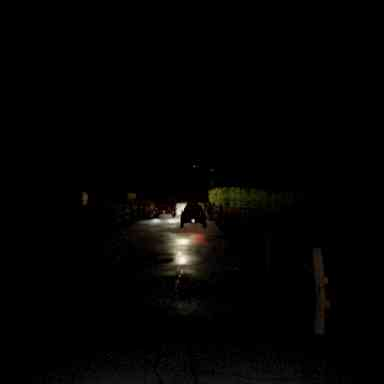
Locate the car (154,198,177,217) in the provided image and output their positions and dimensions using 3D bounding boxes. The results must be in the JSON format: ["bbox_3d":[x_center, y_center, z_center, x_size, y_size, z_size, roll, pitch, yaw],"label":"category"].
[{"bbox_3d":[-2.767,1.617,35.538,2.150,2.045,5.566,0,-1,0],"label":"car"}]

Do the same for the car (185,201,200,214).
[{"bbox_3d":[0.081,1.956,41.769,1.812,1.442,4.674,0,-1,0],"label":"car"}]

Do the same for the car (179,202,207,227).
[{"bbox_3d":[0.088,1.779,25.426,1.837,1.490,4.892,0,-1,0],"label":"car"}]
